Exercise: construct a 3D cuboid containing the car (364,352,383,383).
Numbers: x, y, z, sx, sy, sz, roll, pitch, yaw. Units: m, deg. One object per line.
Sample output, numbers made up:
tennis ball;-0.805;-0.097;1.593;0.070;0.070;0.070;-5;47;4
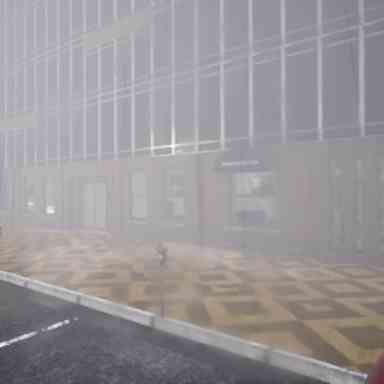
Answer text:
car;3.042;1.312;0.706;5.009;1.841;2.192;0;0;36
